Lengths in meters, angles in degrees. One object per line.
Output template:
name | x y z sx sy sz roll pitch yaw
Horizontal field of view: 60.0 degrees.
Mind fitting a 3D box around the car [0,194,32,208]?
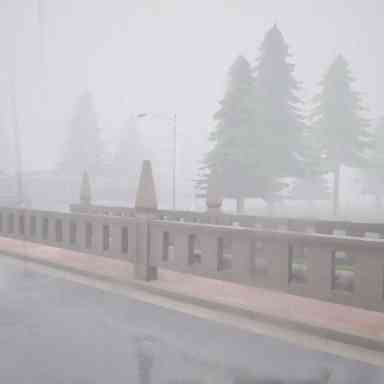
car | -17.654 0.978 31.219 1.837 1.490 4.892 1 1 38
